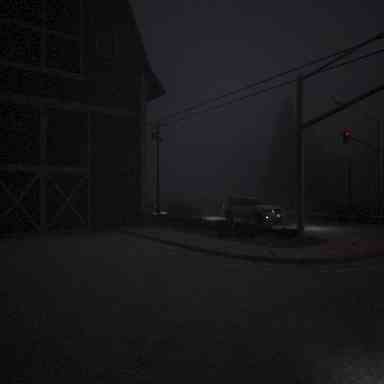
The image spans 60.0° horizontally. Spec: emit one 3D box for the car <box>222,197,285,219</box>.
[{"bbox_3d":[4.737,1.400,26.509,2.150,2.045,5.566,0,0,-34],"label":"car"}]

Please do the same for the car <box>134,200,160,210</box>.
[{"bbox_3d":[-6.719,1.922,49.571,1.895,1.301,4.718,0,0,-34],"label":"car"}]

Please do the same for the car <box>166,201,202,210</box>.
[{"bbox_3d":[-0.903,1.708,34.735,1.882,1.535,5.008,0,0,-35],"label":"car"}]

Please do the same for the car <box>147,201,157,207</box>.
[{"bbox_3d":[-6.290,1.786,42.597,1.837,1.490,4.892,0,0,-34],"label":"car"}]
